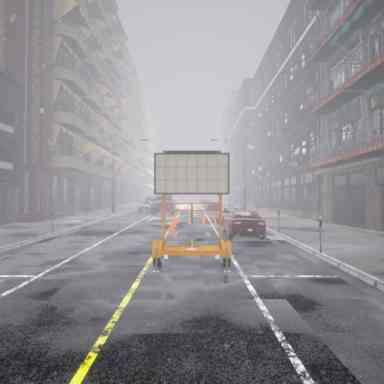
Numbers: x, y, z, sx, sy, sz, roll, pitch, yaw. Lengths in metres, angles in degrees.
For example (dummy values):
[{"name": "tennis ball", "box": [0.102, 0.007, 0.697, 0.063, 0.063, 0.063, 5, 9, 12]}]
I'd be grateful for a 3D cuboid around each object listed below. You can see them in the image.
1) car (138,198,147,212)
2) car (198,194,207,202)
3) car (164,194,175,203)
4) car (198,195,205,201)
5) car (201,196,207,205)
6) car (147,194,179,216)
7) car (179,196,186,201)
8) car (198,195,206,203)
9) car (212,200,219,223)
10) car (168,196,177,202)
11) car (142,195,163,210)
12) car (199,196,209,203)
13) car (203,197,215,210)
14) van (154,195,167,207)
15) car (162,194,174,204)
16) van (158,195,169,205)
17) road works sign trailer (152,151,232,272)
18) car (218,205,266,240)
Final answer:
[{"name": "car", "box": [-5.265, 1.591, 39.091, 1.752, 1.417, 4.829, 2, 0, 0]}, {"name": "car", "box": [2.622, 1.546, 83.439, 2.192, 1.841, 5.009, 1, 0, 0]}, {"name": "car", "box": [-5.229, 1.521, 77.974, 2.192, 1.841, 5.009, 1, 0, 0]}, {"name": "car", "box": [2.627, 1.729, 94.502, 1.967, 1.590, 4.097, 1, 0, 0]}, {"name": "car", "box": [2.619, 1.632, 44.723, 2.008, 1.369, 4.403, 1, 0, 0]}, {"name": "car", "box": [-2.823, 1.273, 33.613, 2.150, 2.045, 5.566, 0, 0, 0]}, {"name": "car", "box": [-2.678, 1.832, 90.502, 1.994, 1.385, 4.181, 0, 0, 0]}, {"name": "car", "box": [2.633, 1.680, 61.315, 1.887, 1.381, 4.507, 1, 0, 0]}, {"name": "car", "box": [2.602, 1.553, 22.771, 1.752, 1.417, 4.829, 1, 0, 0]}, {"name": "car", "box": [-5.226, 1.825, 89.036, 1.947, 1.339, 4.313, 1, 0, 0]}, {"name": "car", "box": [-5.255, 1.396, 44.793, 2.192, 1.841, 5.009, 2, 0, 0]}, {"name": "car", "box": [2.652, 1.621, 72.377, 1.967, 1.590, 4.097, 1, 0, 0]}, {"name": "car", "box": [2.615, 1.611, 39.191, 1.887, 1.381, 4.507, 1, 0, 0]}, {"name": "van", "box": [-5.246, 1.456, 55.852, 1.690, 1.788, 3.998, 2, 0, 0]}, {"name": "car", "box": [-5.233, 1.497, 72.444, 2.192, 1.841, 5.009, 1, 0, 0]}, {"name": "van", "box": [-5.243, 1.477, 61.384, 1.690, 1.788, 3.998, 1, 0, 0]}, {"name": "road works sign trailer", "box": [-0.002, 0.474, 10.752, 2.380, 3.560, 2.880, 0, 0, 0]}, {"name": "car", "box": [2.597, 1.563, 17.069, 1.887, 1.381, 4.507, 1, 0, 0]}]
